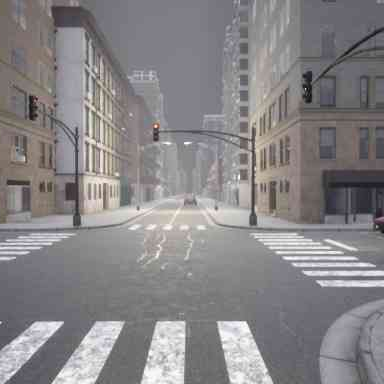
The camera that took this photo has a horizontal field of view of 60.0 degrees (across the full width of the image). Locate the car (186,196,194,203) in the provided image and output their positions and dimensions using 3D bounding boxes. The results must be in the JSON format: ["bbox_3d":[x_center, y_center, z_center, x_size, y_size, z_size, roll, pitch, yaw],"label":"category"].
[{"bbox_3d":[-0.422,1.543,69.699,1.812,1.442,4.674,0,0,0],"label":"car"}]

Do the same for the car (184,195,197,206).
[{"bbox_3d":[-0.298,1.362,55.879,2.097,1.767,4.553,0,0,-2],"label":"car"}]

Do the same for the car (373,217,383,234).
[{"bbox_3d":[11.653,1.528,16.924,4.507,1.381,1.887,0,0,0],"label":"car"}]
